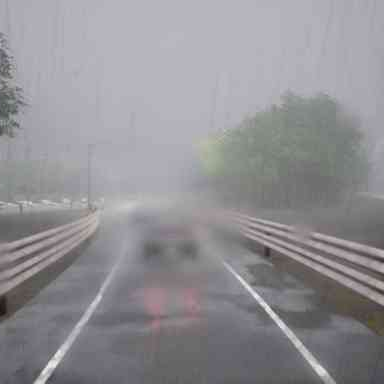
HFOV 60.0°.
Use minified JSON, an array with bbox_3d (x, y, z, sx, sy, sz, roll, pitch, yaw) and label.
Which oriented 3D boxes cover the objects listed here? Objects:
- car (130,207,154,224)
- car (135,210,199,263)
[{"bbox_3d":[-4.049,1.936,28.039,1.994,1.385,4.181,0,0,-16],"label":"car"},{"bbox_3d":[-0.925,1.660,12.719,2.128,1.511,4.902,0,-1,-8],"label":"car"}]
